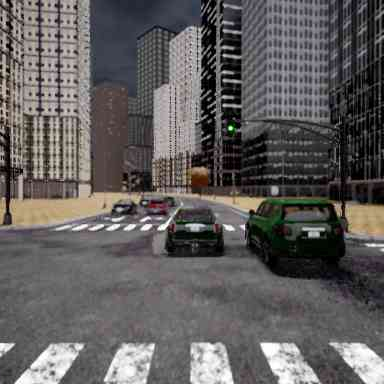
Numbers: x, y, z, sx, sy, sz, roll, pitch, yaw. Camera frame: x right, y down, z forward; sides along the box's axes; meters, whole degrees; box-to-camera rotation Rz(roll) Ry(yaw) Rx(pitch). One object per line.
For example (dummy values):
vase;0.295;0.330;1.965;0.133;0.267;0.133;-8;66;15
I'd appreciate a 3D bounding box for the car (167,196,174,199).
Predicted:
car;-3.339;1.409;49.034;1.837;1.490;4.892;0;0;0

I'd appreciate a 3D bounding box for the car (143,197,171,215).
car;-3.332;1.472;32.575;1.812;1.442;4.674;0;0;0

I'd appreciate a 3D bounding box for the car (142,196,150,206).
car;-6.590;1.396;48.924;2.128;1.511;4.902;0;0;0

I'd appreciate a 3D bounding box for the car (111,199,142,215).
car;-6.585;1.436;32.639;2.128;1.511;4.902;0;0;0

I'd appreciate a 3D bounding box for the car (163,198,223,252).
car;0.109;1.327;14.027;2.097;1.767;4.553;0;0;0

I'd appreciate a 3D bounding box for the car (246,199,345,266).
car;3.355;1.234;11.816;2.150;2.045;5.566;0;1;0
